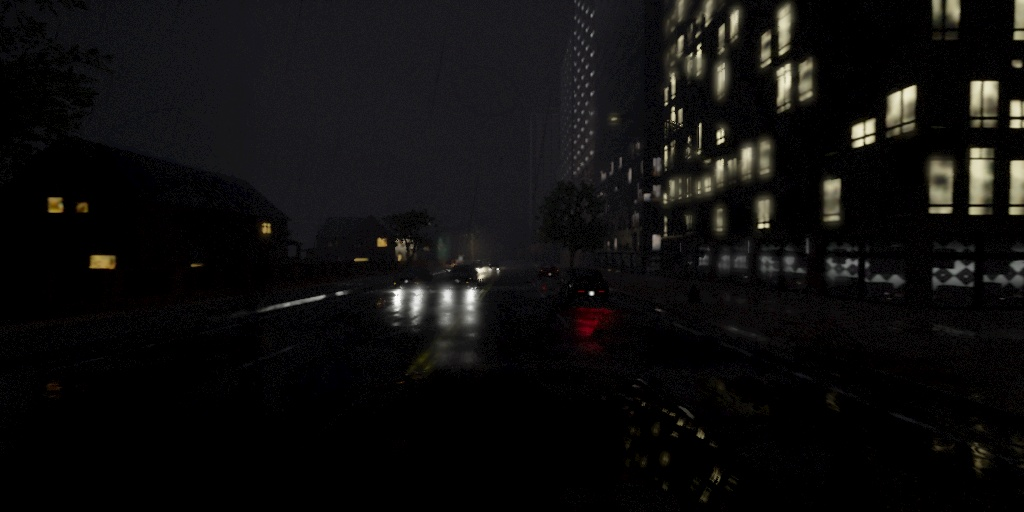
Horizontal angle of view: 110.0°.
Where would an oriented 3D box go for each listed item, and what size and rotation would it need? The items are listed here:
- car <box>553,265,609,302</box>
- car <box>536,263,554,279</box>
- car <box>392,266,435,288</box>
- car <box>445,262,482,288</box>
[{"bbox_3d":[3.347,1.321,17.462,1.837,1.490,4.892,0,0,0],"label":"car"},{"bbox_3d":[3.347,1.420,33.891,1.812,1.442,4.674,0,0,0],"label":"car"},{"bbox_3d":[-6.601,1.407,24.378,1.994,1.385,4.181,0,0,0],"label":"car"},{"bbox_3d":[-3.351,1.350,24.612,1.837,1.490,4.892,0,0,0],"label":"car"}]
